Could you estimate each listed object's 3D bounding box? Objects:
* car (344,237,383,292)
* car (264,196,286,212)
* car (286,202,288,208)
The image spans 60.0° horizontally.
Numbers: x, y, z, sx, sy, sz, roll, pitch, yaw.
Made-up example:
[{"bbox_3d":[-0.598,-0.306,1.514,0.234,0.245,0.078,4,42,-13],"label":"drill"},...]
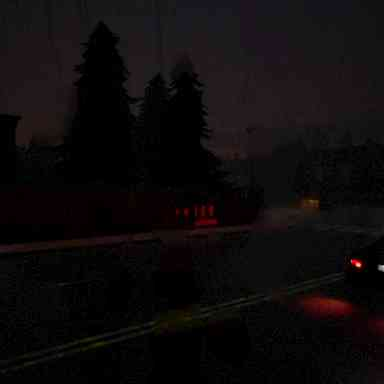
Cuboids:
[{"bbox_3d":[5.798,1.536,7.918,5.357,1.411,2.033,0,0,-35],"label":"car"},{"bbox_3d":[8.265,1.441,39.449,1.882,1.535,5.008,0,1,-35],"label":"car"},{"bbox_3d":[10.157,1.311,42.840,2.097,1.767,4.553,0,0,-35],"label":"car"}]
